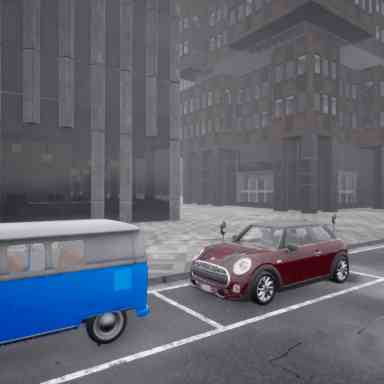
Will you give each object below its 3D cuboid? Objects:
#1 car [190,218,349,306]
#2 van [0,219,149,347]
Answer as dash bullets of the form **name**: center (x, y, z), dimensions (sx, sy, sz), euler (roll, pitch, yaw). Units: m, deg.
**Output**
- **car**: center (1.920, 1.441, 7.987), dimensions (4.097, 1.590, 1.967), euler (0, 0, -35)
- **van**: center (-2.591, 1.341, 4.798), dimensions (3.998, 1.788, 1.690), euler (0, 0, -35)
